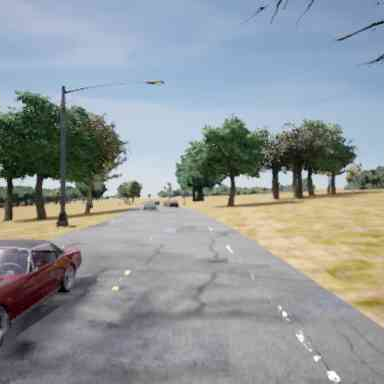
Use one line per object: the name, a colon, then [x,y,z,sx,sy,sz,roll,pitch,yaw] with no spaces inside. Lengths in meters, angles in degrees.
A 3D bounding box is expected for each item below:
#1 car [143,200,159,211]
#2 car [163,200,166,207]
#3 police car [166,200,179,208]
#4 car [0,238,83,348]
car: [-6.135,2.051,48.751,1.812,1.442,4.674,0,-1,-6]
car: [-5.197,2.722,77.165,1.812,1.442,4.674,0,-1,-9]
police car: [-3.712,2.371,67.334,1.930,1.638,5.238,0,-1,-8]
car: [-3.670,1.635,6.222,1.895,1.301,4.718,0,0,-1]
